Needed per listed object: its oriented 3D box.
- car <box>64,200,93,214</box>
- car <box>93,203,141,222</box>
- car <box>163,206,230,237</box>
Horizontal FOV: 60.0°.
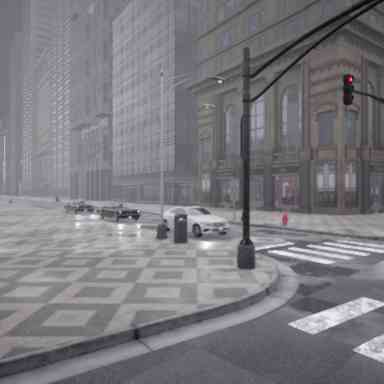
[{"bbox_3d":[-11.646,1.490,34.183,1.895,1.301,4.718,0,0,-35],"label":"car"},{"bbox_3d":[-5.766,1.515,25.891,1.895,1.301,4.718,0,0,-35],"label":"car"},{"bbox_3d":[-0.013,1.468,17.770,1.812,1.442,4.674,0,0,-37],"label":"car"}]
